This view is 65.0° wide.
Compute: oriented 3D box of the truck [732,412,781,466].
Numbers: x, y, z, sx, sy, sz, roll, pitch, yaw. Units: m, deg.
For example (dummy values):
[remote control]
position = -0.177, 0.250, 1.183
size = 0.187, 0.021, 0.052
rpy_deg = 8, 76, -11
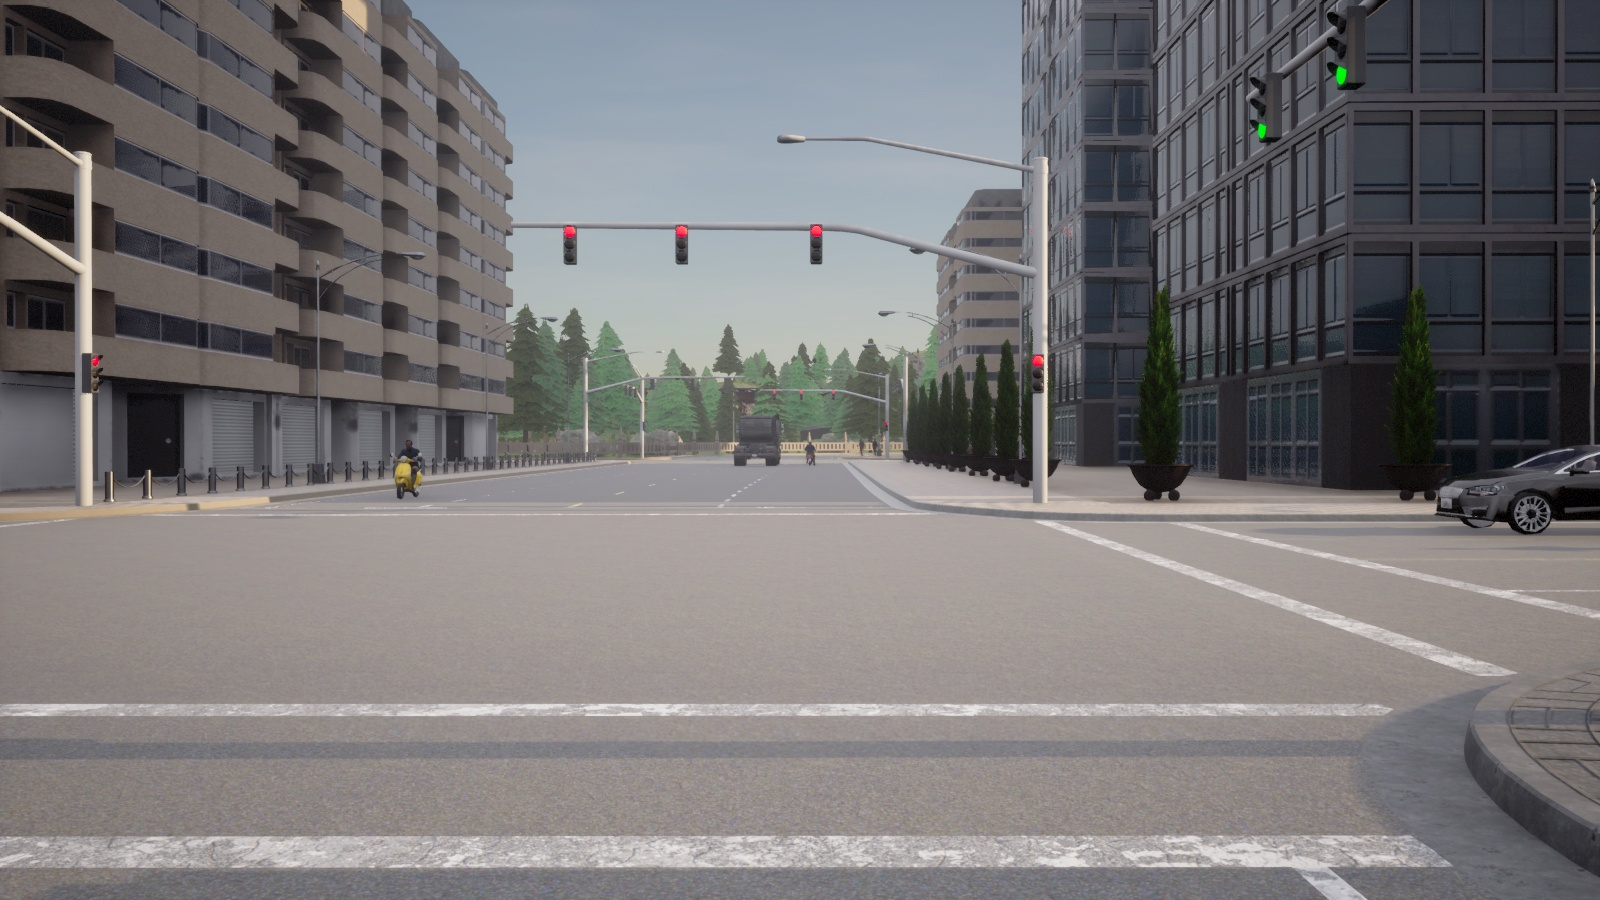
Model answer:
[truck]
position = -2.822, -0.710, 83.605
size = 2.891, 3.462, 7.936
rpy_deg = 0, 0, 1

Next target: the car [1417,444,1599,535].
[car]
position = 13.678, 0.646, 21.788
size = 4.902, 1.511, 2.128
rpy_deg = 0, 0, 1

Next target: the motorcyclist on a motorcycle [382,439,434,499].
[motorcyclist on a motorcycle]
position = -10.623, 0.499, 34.094
size = 0.866, 1.590, 1.817
rpy_deg = 0, 0, 0
